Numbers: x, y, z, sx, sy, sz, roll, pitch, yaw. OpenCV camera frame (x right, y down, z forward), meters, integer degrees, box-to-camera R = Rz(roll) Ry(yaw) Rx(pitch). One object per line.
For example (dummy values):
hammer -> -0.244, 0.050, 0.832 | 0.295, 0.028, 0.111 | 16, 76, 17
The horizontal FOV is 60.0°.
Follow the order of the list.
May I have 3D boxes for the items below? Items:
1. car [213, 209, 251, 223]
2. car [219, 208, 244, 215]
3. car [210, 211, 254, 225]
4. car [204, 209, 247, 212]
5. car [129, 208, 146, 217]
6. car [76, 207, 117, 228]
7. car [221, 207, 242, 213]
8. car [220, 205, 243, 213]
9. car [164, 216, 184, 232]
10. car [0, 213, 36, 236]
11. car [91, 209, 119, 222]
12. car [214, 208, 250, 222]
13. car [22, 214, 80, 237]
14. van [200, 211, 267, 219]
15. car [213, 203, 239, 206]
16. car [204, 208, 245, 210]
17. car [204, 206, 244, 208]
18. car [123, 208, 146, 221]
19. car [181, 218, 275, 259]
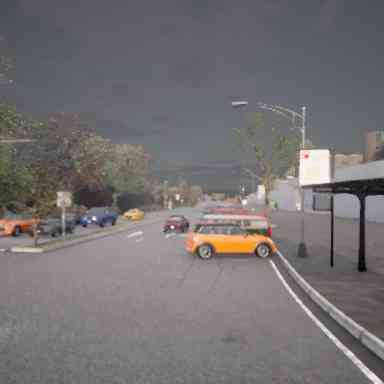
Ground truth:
car -> 5.320, 3.195, 44.243 | 4.553, 1.767, 2.185 | 2, -1, -13
car -> 8.749, 4.303, 74.028 | 5.008, 1.535, 2.097 | 2, -2, -13
car -> 4.944, 3.235, 41.253 | 4.892, 1.521, 2.231 | 2, -1, -13
car -> 2.788, 2.485, 23.359 | 5.566, 2.045, 2.435 | 2, -1, -13
car -> -9.782, 3.667, 60.229 | 1.994, 1.385, 4.181 | 1, -2, 7
car -> -9.748, 2.619, 35.317 | 2.150, 2.045, 5.566 | 1, -2, 7
car -> 10.172, 4.728, 85.961 | 4.792, 1.488, 2.163 | 2, -2, -13
car -> 10.526, 4.535, 88.946 | 5.566, 2.045, 2.435 | 2, -2, -13
car -> -1.399, 2.916, 30.832 | 1.812, 1.442, 4.674 | 1, -2, 7
car -> -13.859, 2.462, 26.342 | 2.097, 1.767, 4.553 | 1, -2, 7
car -> -11.648, 3.103, 44.807 | 1.882, 1.535, 5.008 | 1, -2, 7
car -> 5.603, 3.280, 47.214 | 4.553, 1.767, 2.185 | 2, -2, -13
car -> -10.877, 2.705, 26.024 | 1.994, 1.385, 4.181 | 1, -2, 7
van -> 2.323, 2.426, 20.356 | 4.442, 1.987, 1.878 | 2, -1, -13
car -> 6.359, 3.340, 53.195 | 5.566, 2.045, 2.435 | 2, -2, -13
car -> 3.209, 2.570, 26.365 | 5.566, 2.045, 2.435 | 2, -2, -13
car -> 4.275, 2.817, 35.313 | 5.566, 2.045, 2.435 | 2, -2, -13
car -> -8.305, 3.222, 47.570 | 1.882, 1.535, 5.008 | 1, -1, 7
car -> 2.004, 2.446, 17.394 | 4.553, 1.767, 2.185 | 2, -2, -13
